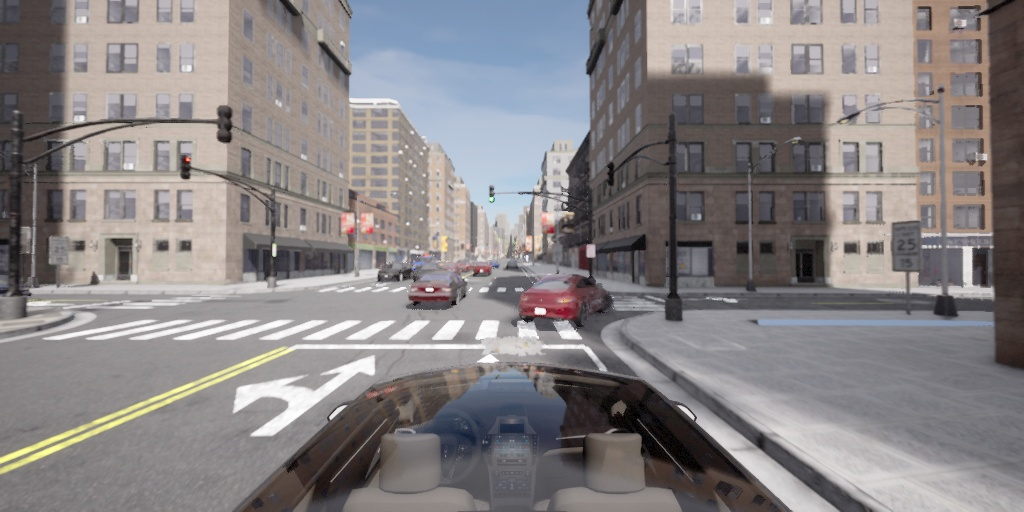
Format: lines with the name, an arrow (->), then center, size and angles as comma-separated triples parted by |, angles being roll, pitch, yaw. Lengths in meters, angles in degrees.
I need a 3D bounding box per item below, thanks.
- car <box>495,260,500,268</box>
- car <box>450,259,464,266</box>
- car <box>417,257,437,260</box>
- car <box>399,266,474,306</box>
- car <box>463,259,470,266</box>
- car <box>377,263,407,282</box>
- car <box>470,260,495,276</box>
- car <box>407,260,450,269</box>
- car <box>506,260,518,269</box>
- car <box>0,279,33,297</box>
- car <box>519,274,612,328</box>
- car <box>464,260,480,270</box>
car -> -3.188, 1.473, 63.522 | 1.994, 1.385, 4.181 | 0, 0, 1
car -> -6.576, 1.375, 37.991 | 1.812, 1.442, 4.674 | 0, 0, 0
car -> -9.826, 1.078, 40.748 | 2.150, 2.045, 5.566 | 0, 0, -1
car -> -3.143, 1.358, 16.193 | 2.033, 1.411, 5.357 | 0, -1, 0
car -> -6.538, 1.226, 47.870 | 2.097, 1.767, 4.553 | 0, 0, 0
car -> -9.829, 1.309, 30.573 | 1.882, 1.535, 5.008 | 0, 0, 1
car -> -3.148, 1.378, 39.274 | 1.812, 1.442, 4.674 | 0, 0, 0
car -> -6.578, 1.304, 28.785 | 1.882, 1.535, 5.008 | 0, 0, 0
car -> 0.023, 1.464, 59.618 | 1.994, 1.385, 4.181 | 0, 0, 0
car -> -22.843, 1.241, 14.404 | 5.357, 1.411, 2.033 | 0, -1, 2
car -> 1.807, 1.303, 11.616 | 1.812, 1.442, 4.674 | -1, 0, 27
car -> -6.477, 1.388, 58.212 | 2.128, 1.511, 4.902 | 0, 0, 0
